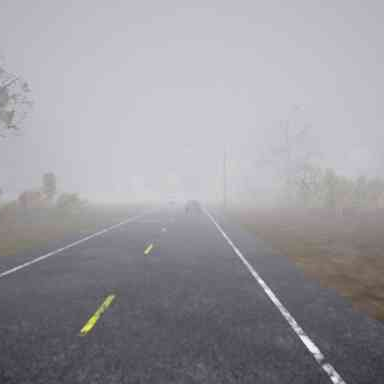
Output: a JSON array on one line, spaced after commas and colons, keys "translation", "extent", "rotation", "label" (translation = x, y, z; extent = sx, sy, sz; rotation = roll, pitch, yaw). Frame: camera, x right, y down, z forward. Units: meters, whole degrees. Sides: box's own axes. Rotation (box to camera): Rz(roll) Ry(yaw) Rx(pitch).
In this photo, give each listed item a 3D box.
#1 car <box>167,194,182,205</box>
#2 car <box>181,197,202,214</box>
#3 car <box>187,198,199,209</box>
[{"translation": [-3.496, 1.565, 61.919], "extent": [2.097, 1.767, 4.553], "rotation": [0, 0, 1], "label": "car"}, {"translation": [0.124, 1.640, 37.893], "extent": [2.128, 1.511, 4.902], "rotation": [0, 0, 0], "label": "car"}, {"translation": [0.132, 1.690, 50.376], "extent": [1.837, 1.490, 4.892], "rotation": [0, 0, 0], "label": "car"}]
